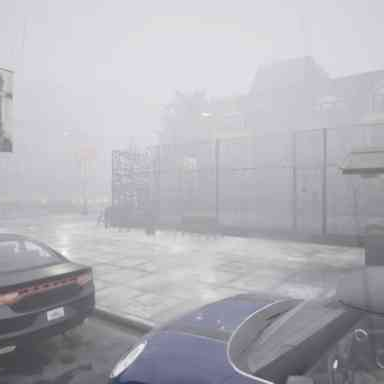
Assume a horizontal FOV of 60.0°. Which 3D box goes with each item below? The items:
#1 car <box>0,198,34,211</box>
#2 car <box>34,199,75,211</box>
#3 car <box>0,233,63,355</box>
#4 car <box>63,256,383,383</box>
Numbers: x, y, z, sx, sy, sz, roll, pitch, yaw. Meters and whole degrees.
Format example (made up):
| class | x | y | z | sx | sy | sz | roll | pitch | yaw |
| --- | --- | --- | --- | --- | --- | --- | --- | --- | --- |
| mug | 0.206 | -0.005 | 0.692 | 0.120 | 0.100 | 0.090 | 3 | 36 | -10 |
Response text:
| class | x | y | z | sx | sy | sz | roll | pitch | yaw |
| --- | --- | --- | --- | --- | --- | --- | --- | --- | --- |
| car | -21.206 | 1.461 | 40.499 | 2.128 | 1.511 | 4.902 | 0 | 0 | 35 |
| car | -16.601 | 1.536 | 40.983 | 1.994 | 1.385 | 4.181 | 0 | 0 | 35 |
| car | -3.843 | 1.475 | 5.864 | 5.008 | 1.535 | 2.097 | 0 | 0 | 35 |
| car | 1.475 | 1.354 | 2.255 | 4.553 | 1.767 | 2.185 | 0 | 0 | 35 |
